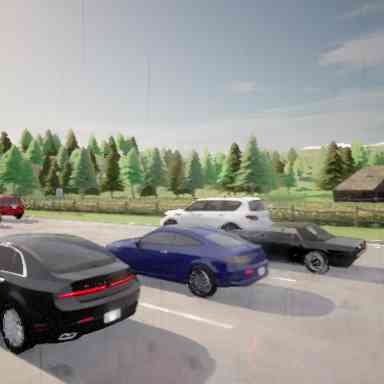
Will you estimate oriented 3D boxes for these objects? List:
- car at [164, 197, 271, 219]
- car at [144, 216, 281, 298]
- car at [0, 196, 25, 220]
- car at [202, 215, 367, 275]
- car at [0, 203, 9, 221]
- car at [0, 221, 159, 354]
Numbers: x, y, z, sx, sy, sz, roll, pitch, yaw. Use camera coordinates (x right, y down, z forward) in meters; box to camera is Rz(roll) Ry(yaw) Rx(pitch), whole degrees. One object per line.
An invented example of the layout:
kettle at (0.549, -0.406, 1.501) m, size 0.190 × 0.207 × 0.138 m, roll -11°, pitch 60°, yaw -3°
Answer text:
car at (1.049, 1.261, 16.140) m, size 5.566 × 2.045 × 2.150 m, roll 0°, pitch 0°, yaw 35°
car at (-0.358, 1.549, 8.547) m, size 4.674 × 1.442 × 1.812 m, roll 0°, pitch 0°, yaw 35°
car at (-16.766, 1.359, 28.789) m, size 5.566 × 2.045 × 2.150 m, roll 0°, pitch 0°, yaw 35°
car at (2.807, 1.618, 10.587) m, size 4.718 × 1.301 × 1.895 m, roll 0°, pitch 0°, yaw 35°
car at (-15.117, 1.642, 23.361) m, size 4.674 × 1.442 × 1.812 m, roll 0°, pitch 0°, yaw 35°
car at (-3.119, 1.534, 6.215) m, size 4.892 × 1.490 × 1.837 m, roll 0°, pitch 0°, yaw 35°
